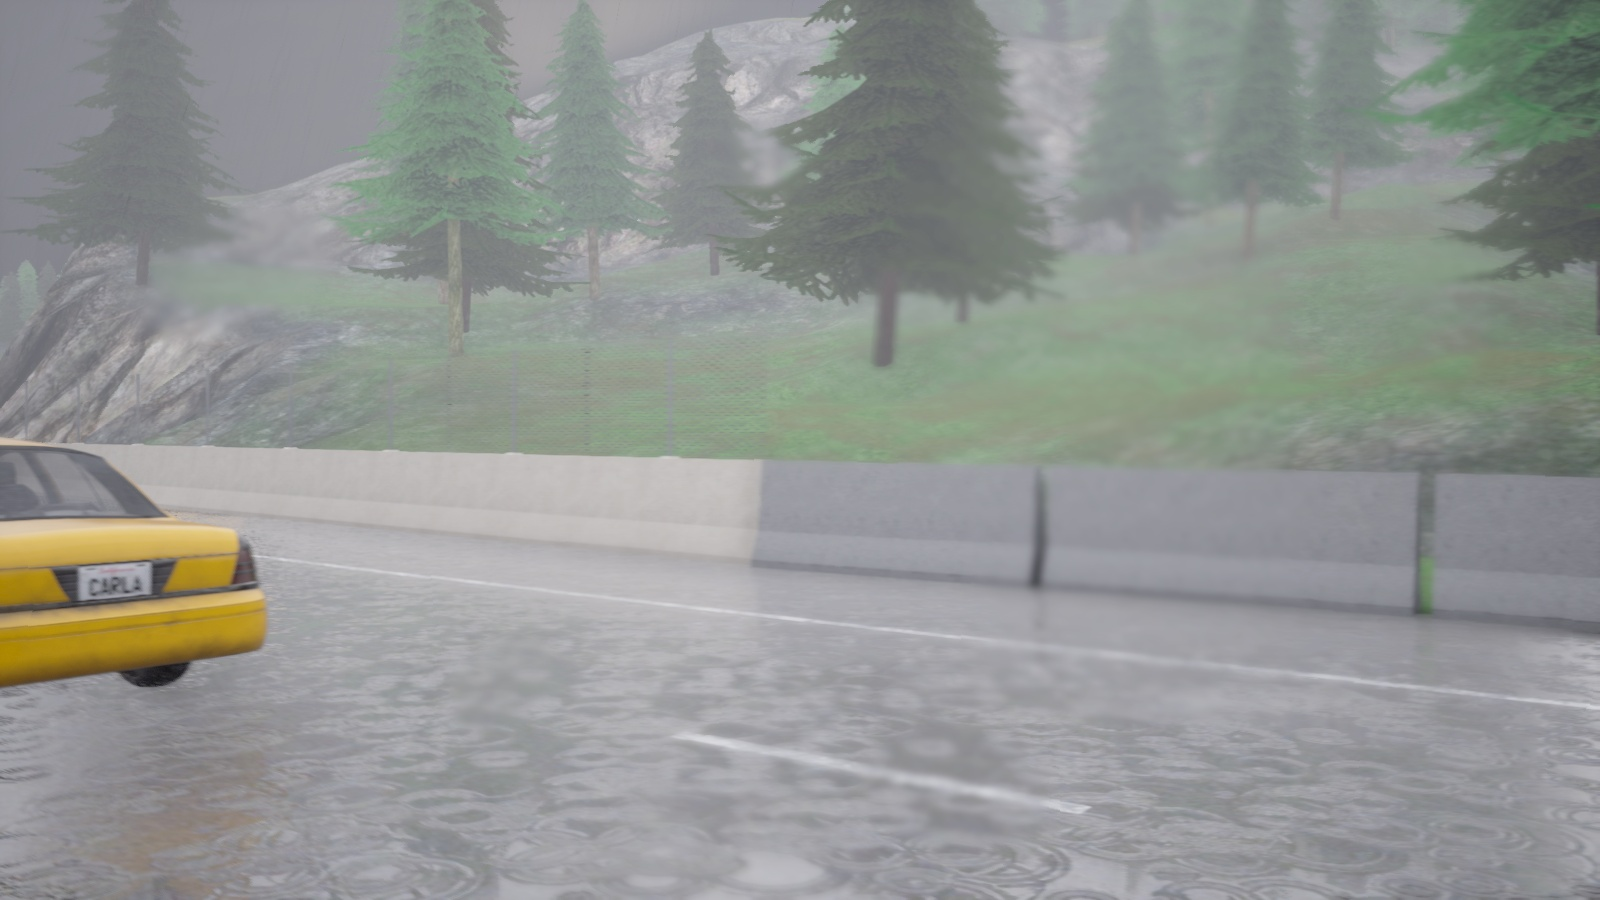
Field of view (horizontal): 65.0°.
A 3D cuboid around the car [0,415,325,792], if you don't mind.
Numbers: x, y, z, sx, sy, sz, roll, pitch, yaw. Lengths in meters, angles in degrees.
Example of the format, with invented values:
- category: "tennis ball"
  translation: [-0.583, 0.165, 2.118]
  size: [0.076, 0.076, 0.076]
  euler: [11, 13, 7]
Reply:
- category: "car"
  translation: [-5.142, 0.643, 7.319]
  size: [5.366, 1.575, 1.801]
  euler: [0, 1, 36]
